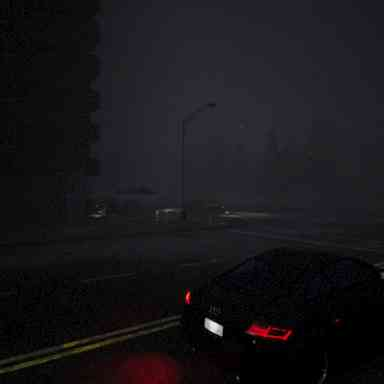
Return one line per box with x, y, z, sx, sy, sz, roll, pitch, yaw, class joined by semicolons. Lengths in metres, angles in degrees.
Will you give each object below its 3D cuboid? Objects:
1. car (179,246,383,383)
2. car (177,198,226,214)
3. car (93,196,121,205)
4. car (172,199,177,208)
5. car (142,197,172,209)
1.890;1.564;5.098;4.181;1.385;1.994;0;0;-35;car
0.902;1.422;34.536;1.882;1.535;5.008;0;0;-36;car
-13.921;1.423;54.718;5.008;1.535;1.882;1;0;24;car
-3.682;1.448;46.418;1.837;1.490;4.892;0;0;-40;car
-4.872;1.470;42.379;1.812;1.442;4.674;0;0;-38;car
